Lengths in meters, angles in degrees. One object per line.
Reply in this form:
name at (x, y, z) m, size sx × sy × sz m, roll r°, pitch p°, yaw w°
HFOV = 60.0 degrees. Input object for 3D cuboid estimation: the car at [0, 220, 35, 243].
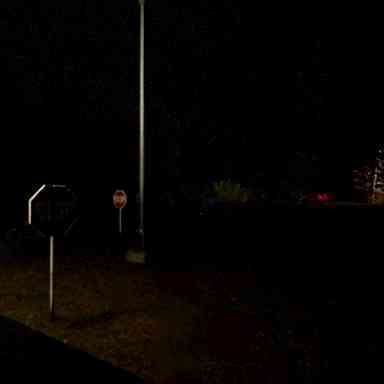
car at (-9.450, 1.523, 13.709) m, size 2.033 × 1.411 × 5.357 m, roll 0°, pitch 0°, yaw 34°

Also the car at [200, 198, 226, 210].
car at (2.941, 1.593, 44.736) m, size 1.812 × 1.442 × 4.674 m, roll 0°, pitch 0°, yaw 34°

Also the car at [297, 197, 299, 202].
car at (26.799, 1.664, 80.248) m, size 2.128 × 1.511 × 4.902 m, roll 0°, pitch 0°, yaw 34°

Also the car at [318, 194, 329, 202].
car at (31.608, 1.388, 80.414) m, size 2.150 × 2.045 × 5.566 m, roll 0°, pitch 0°, yaw 30°

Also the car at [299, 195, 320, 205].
car at (21.671, 1.621, 61.199) m, size 1.882 × 1.535 × 5.008 m, roll 1°, pitch 0°, yaw 28°
